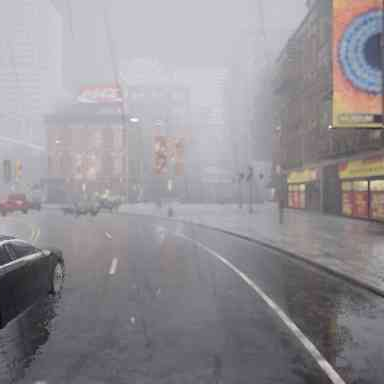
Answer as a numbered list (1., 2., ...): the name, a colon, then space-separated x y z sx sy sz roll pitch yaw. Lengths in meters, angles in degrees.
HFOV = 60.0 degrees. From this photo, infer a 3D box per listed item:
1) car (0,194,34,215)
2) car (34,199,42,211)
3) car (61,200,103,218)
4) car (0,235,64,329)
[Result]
1. car: -18.472 1.182 33.296 5.566 2.045 2.150 0 0 40
2. car: -19.179 1.461 38.058 4.892 1.490 1.837 1 0 35
3. car: -10.236 1.564 30.100 1.895 1.301 4.718 0 0 -40
4. car: -3.708 1.484 5.704 2.128 1.511 4.902 0 0 -4
